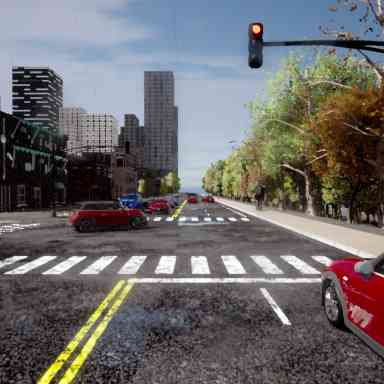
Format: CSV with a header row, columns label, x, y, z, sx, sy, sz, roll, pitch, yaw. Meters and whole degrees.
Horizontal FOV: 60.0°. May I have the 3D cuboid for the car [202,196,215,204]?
label,x,y,z,sx,sy,sz,roll,pitch,yaw
car,3.379,1.453,65.332,1.882,1.535,5.008,0,0,0

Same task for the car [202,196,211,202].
label,x,y,z,sx,sy,sz,roll,pitch,yaw
car,3.285,1.523,75.475,1.994,1.385,4.181,0,0,0

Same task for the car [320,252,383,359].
label,x,y,z,sx,sy,sz,roll,pitch,yaw
car,3.350,1.351,4.160,2.097,1.767,4.553,0,0,0

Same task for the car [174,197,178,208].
label,x,y,z,sx,sy,sz,roll,pitch,yaw
car,-3.311,1.532,45.429,2.033,1.411,5.357,0,0,0

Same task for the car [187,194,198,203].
label,x,y,z,sx,sy,sz,roll,pitch,yaw
car,0.131,1.539,65.975,1.994,1.385,4.181,0,0,0

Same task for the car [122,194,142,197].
label,x,y,z,sx,sy,sz,roll,pitch,yaw
car,-6.568,1.210,35.782,2.150,2.045,5.566,0,0,0

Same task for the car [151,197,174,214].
label,x,y,z,sx,sy,sz,roll,pitch,yaw
car,-3.321,1.467,35.531,1.882,1.535,5.008,0,0,0

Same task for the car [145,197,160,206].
label,x,y,z,sx,sy,sz,roll,pitch,yaw
car,-6.546,1.544,55.558,1.994,1.385,4.181,0,0,1

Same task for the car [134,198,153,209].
label,x,y,z,sx,sy,sz,roll,pitch,yaw
car,-6.563,1.585,45.529,1.895,1.301,4.718,0,0,0

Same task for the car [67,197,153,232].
label,x,y,z,sx,sy,sz,roll,pitch,yaw
car,-5.038,1.345,20.112,4.553,1.767,2.097,0,0,-29

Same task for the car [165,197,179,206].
label,x,y,z,sx,sy,sz,roll,pitch,yaw
car,-3.299,1.527,56.002,2.033,1.411,5.357,0,0,0
